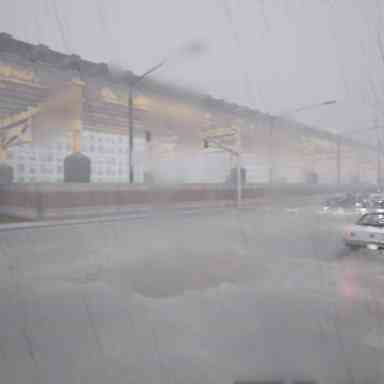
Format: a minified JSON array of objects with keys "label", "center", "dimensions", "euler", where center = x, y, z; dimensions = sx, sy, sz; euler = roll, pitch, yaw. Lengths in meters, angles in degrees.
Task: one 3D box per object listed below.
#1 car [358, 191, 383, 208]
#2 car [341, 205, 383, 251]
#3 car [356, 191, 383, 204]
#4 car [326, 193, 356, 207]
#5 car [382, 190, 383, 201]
[{"label":"car","center":[18.604,0.818,33.169],"dimensions":[1.812,1.442,4.674],"euler":[1,1,44]},{"label":"car","center":[7.095,1.346,11.714],"dimensions":[4.718,1.301,1.895],"euler":[-1,1,-45]},{"label":"car","center":[22.583,0.616,41.937],"dimensions":[4.892,1.490,1.837],"euler":[-1,1,-44]},{"label":"car","center":[16.000,0.791,35.517],"dimensions":[4.674,1.442,1.812],"euler":[-1,1,-44]},{"label":"car","center":[29.770,0.447,48.990],"dimensions":[4.892,1.490,1.837],"euler":[-1,1,-45]}]
